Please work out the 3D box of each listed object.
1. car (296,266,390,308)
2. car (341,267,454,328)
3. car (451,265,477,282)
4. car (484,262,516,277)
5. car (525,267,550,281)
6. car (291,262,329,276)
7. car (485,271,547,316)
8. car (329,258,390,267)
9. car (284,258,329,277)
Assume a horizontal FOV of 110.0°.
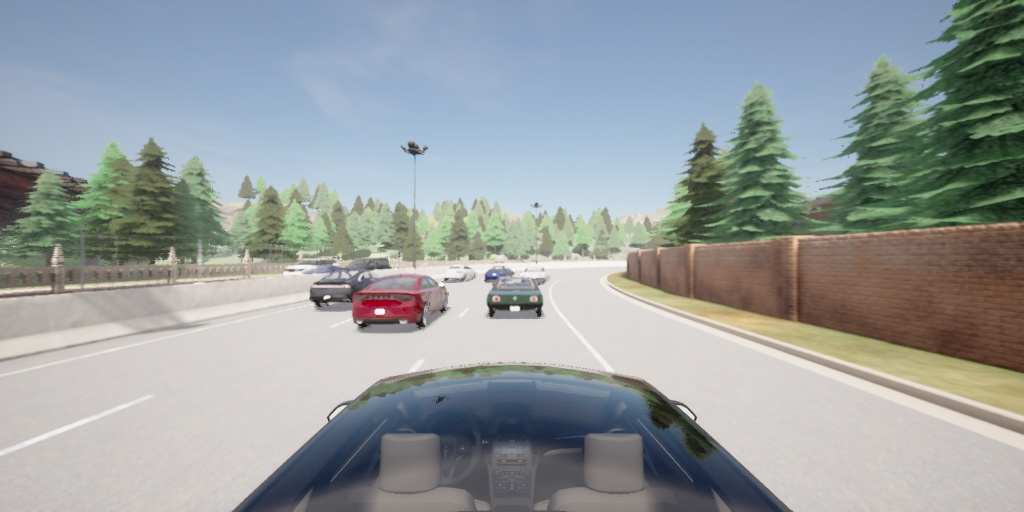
[{"bbox_3d":[-6.731,1.354,15.675,2.128,1.511,4.902,0,0,3],"label":"car"},{"bbox_3d":[-3.377,1.304,11.737,1.882,1.535,5.008,0,0,1],"label":"car"},{"bbox_3d":[-4.577,1.491,32.042,1.812,1.442,4.674,0,0,12],"label":"car"},{"bbox_3d":[-1.022,1.517,31.847,1.994,1.385,4.181,0,0,12],"label":"car"},{"bbox_3d":[2.003,1.530,29.537,1.895,1.301,4.718,0,0,11],"label":"car"},{"bbox_3d":[-15.823,1.512,30.269,1.812,1.442,4.674,0,-1,10],"label":"car"},{"bbox_3d":[0.165,1.431,13.793,1.895,1.301,4.718,0,0,2],"label":"car"},{"bbox_3d":[-12.323,1.198,30.110,2.150,2.045,5.566,0,-1,11],"label":"car"},{"bbox_3d":[-18.677,1.243,33.924,2.150,2.045,5.566,0,-1,12],"label":"car"}]
